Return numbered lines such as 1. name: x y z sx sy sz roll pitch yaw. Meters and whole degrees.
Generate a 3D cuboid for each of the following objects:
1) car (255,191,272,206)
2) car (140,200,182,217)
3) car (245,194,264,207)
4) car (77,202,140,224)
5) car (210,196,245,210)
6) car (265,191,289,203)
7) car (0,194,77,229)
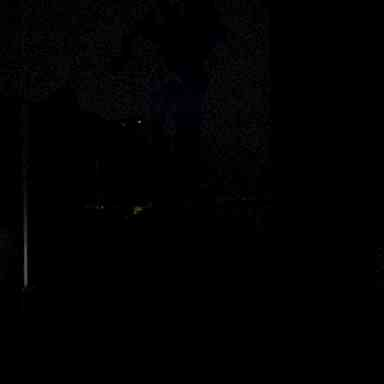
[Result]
1. car: 10.240 0.939 46.098 2.192 1.841 5.009 -1 0 35
2. car: -2.698 1.308 27.658 1.752 1.417 4.829 0 0 35
3. car: 6.983 1.243 41.453 1.802 1.307 4.206 0 0 35
4. car: -6.054 1.379 22.874 2.008 1.369 4.403 0 0 35
5. car: 3.723 1.140 36.809 1.967 1.590 4.097 0 0 35
6. car: 14.559 0.813 56.689 2.150 2.045 5.566 -1 0 35
7. car: -10.532 1.118 21.104 2.150 2.045 5.566 -1 0 35
